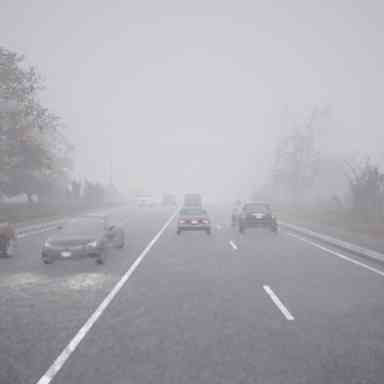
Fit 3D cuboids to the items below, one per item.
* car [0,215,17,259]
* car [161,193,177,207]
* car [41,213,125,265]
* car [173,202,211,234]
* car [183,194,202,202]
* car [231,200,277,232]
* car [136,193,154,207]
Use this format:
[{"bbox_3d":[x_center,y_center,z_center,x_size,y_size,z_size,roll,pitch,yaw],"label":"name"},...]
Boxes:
[{"bbox_3d":[-7.102,1.353,9.589,2.097,1.767,4.553,0,0,0],"label":"car"},{"bbox_3d":[-3.581,1.218,52.903,2.150,2.045,5.566,0,0,0],"label":"car"},{"bbox_3d":[-3.603,1.525,11.844,1.812,1.442,4.674,0,0,0],"label":"car"},{"bbox_3d":[0.096,1.546,19.112,2.033,1.411,5.357,0,0,0],"label":"car"},{"bbox_3d":[0.090,1.218,41.121,2.150,2.045,5.566,0,0,0],"label":"car"},{"bbox_3d":[3.596,1.349,19.969,2.097,1.767,4.553,0,0,0],"label":"car"},{"bbox_3d":[-7.081,1.219,51.102,2.150,2.045,5.566,0,0,0],"label":"car"}]
